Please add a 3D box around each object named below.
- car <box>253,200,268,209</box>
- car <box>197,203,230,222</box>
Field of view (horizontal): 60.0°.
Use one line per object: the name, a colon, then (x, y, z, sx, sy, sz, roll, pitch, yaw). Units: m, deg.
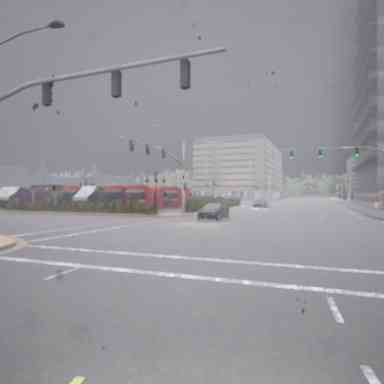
car: (10.872, 1.880, 52.548, 1.994, 1.385, 4.181, 0, 0, 21)
car: (1.967, 1.692, 29.313, 1.882, 1.535, 5.008, 0, 0, 21)
